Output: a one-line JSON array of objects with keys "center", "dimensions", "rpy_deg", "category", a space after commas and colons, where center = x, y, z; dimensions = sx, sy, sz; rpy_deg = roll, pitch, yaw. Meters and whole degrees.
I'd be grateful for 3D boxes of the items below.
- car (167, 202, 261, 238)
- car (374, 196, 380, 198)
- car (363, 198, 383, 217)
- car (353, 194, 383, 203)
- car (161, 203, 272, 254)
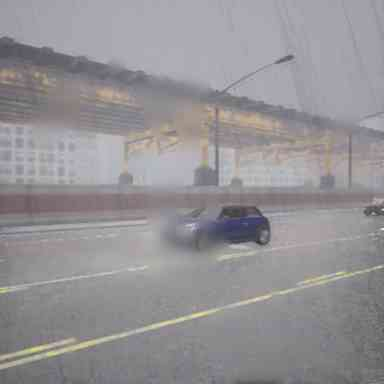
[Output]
[{"center": [1.268, 1.383, 17.708], "dimensions": [4.892, 1.490, 1.837], "rpy_deg": [-1, 1, -35], "category": "car"}, {"center": [31.746, 1.004, 59.484], "dimensions": [4.536, 1.218, 1.853], "rpy_deg": [0, 0, -7], "category": "car"}, {"center": [16.644, 1.466, 28.414], "dimensions": [4.718, 1.301, 1.895], "rpy_deg": [0, 0, -35], "category": "car"}, {"center": [31.797, 1.161, 59.492], "dimensions": [4.974, 1.542, 2.038], "rpy_deg": [0, 0, -7], "category": "car"}, {"center": [1.028, 1.262, 13.258], "dimensions": [4.553, 1.767, 2.097], "rpy_deg": [0, 0, -35], "category": "car"}]
